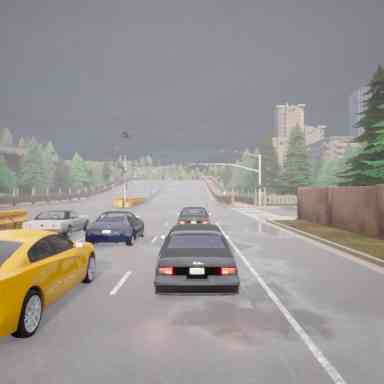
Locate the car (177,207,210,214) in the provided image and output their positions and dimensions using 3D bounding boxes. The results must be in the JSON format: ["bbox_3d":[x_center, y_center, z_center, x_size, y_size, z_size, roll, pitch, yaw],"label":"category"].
[{"bbox_3d":[0.105,1.547,18.893,2.033,1.411,5.357,0,0,1],"label":"car"}]

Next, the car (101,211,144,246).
[{"bbox_3d":[-3.420,1.564,15.374,1.994,1.385,4.181,0,0,0],"label":"car"}]

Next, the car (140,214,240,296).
[{"bbox_3d":[0.092,1.547,8.827,2.033,1.411,5.357,0,0,0],"label":"car"}]

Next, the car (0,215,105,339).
[{"bbox_3d":[-3.406,1.478,6.617,1.882,1.535,5.008,0,0,0],"label":"car"}]

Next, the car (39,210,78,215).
[{"bbox_3d":[-6.916,1.601,17.603,1.895,1.301,4.718,0,0,0],"label":"car"}]
